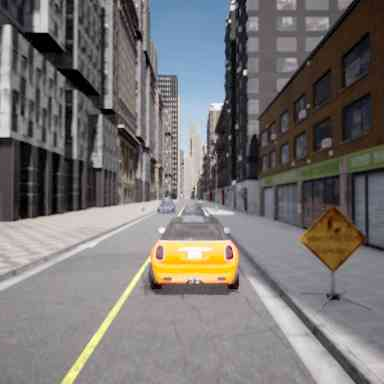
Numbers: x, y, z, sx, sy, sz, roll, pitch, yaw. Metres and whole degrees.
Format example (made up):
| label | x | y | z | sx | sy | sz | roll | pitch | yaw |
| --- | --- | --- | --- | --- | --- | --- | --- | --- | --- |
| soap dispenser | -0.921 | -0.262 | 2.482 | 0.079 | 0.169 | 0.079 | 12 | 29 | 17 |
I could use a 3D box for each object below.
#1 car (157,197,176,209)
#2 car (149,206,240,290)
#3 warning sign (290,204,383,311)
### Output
| label | x | y | z | sx | sy | sz | roll | pitch | yaw |
| --- | --- | --- | --- | --- | --- | --- | --- | --- | --- |
| car | -3.091 | 1.744 | 41.211 | 2.097 | 1.767 | 4.553 | 0 | -1 | 0 |
| car | 0.071 | 1.446 | 9.530 | 2.097 | 1.767 | 4.553 | 0 | -1 | 0 |
| warning sign | 2.707 | 1.180 | 6.418 | 1.300 | 1.860 | 1.060 | -1 | -1 | 0 |
